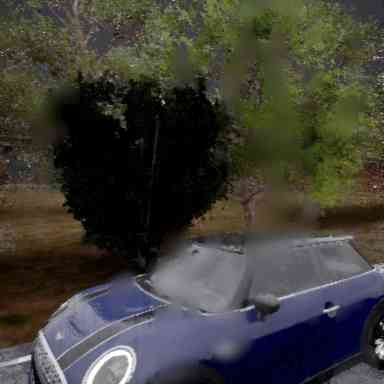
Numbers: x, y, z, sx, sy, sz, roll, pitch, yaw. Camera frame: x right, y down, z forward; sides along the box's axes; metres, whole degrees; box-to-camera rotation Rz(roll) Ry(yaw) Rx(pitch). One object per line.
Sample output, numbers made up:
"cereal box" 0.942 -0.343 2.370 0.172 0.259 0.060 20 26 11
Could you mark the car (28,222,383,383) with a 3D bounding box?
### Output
"car" 0.514 1.333 4.140 4.553 1.767 2.097 0 0 -34
